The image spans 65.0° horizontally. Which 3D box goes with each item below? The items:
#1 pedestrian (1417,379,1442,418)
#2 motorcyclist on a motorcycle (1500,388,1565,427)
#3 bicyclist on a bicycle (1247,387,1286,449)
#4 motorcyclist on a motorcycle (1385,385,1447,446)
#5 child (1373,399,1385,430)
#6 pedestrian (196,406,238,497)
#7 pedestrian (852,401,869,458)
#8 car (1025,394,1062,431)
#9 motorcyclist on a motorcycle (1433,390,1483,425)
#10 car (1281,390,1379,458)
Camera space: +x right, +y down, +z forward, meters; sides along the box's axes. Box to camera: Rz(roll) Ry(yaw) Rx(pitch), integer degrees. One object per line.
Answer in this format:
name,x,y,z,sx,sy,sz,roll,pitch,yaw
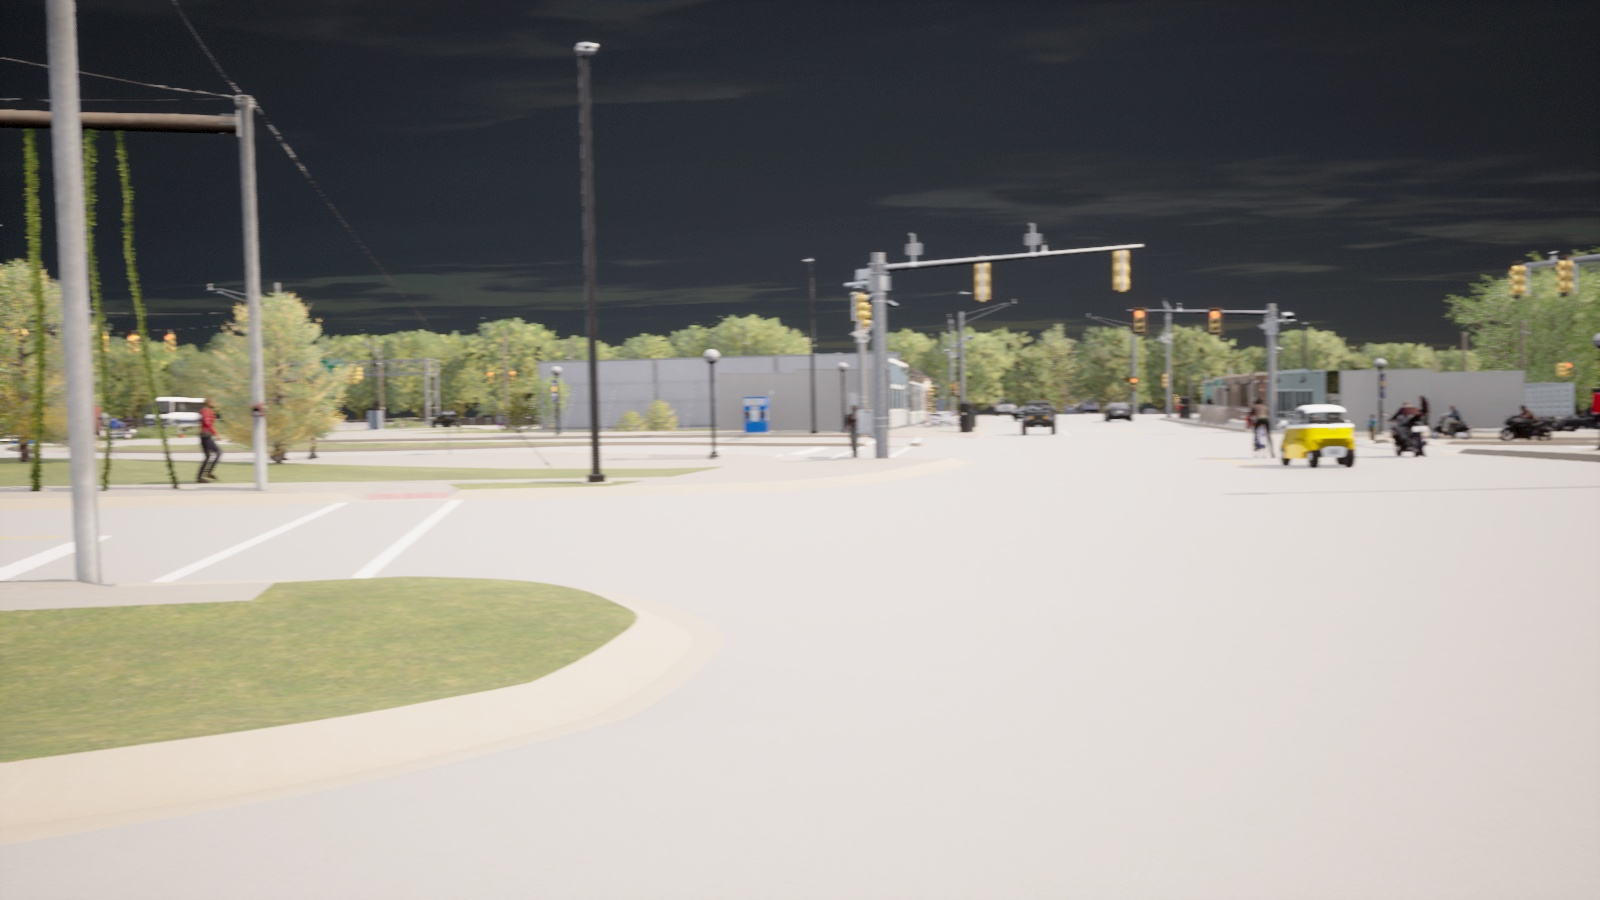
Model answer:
pedestrian,30.522,-2.483,60.861,0.899,1.844,0.634,-2,3,11
motorcyclist on a motorcycle,28.770,-1.670,49.352,2.044,1.523,0.797,0,3,4
bicyclist on a bicycle,12.644,-0.851,34.082,0.582,1.620,1.656,-2,1,8
motorcyclist on a motorcycle,16.239,-0.896,33.156,0.866,1.530,2.191,-2,1,10
child,23.251,-1.434,50.445,0.343,1.192,0.448,-2,3,12
pedestrian,-12.075,0.021,26.006,0.636,1.846,0.331,-3,3,-16
pedestrian,2.059,-0.705,42.974,0.402,1.930,0.666,-2,3,11
car,13.473,-2.108,69.441,1.905,1.878,3.866,-2,2,11
motorcyclist on a motorcycle,29.714,-1.916,56.736,1.817,1.590,0.866,0,2,12
car,11.695,-0.587,27.816,1.481,1.376,2.207,-2,2,9
